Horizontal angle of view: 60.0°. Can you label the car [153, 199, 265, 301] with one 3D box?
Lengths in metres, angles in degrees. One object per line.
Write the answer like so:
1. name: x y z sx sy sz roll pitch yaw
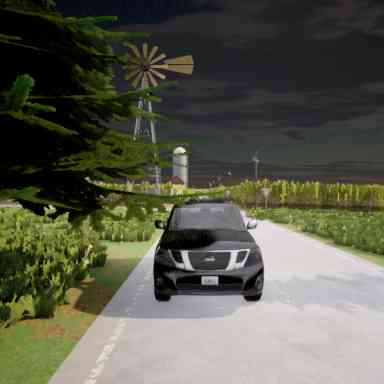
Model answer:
1. car: 0.333 1.221 8.675 2.150 2.045 5.566 0 0 0
